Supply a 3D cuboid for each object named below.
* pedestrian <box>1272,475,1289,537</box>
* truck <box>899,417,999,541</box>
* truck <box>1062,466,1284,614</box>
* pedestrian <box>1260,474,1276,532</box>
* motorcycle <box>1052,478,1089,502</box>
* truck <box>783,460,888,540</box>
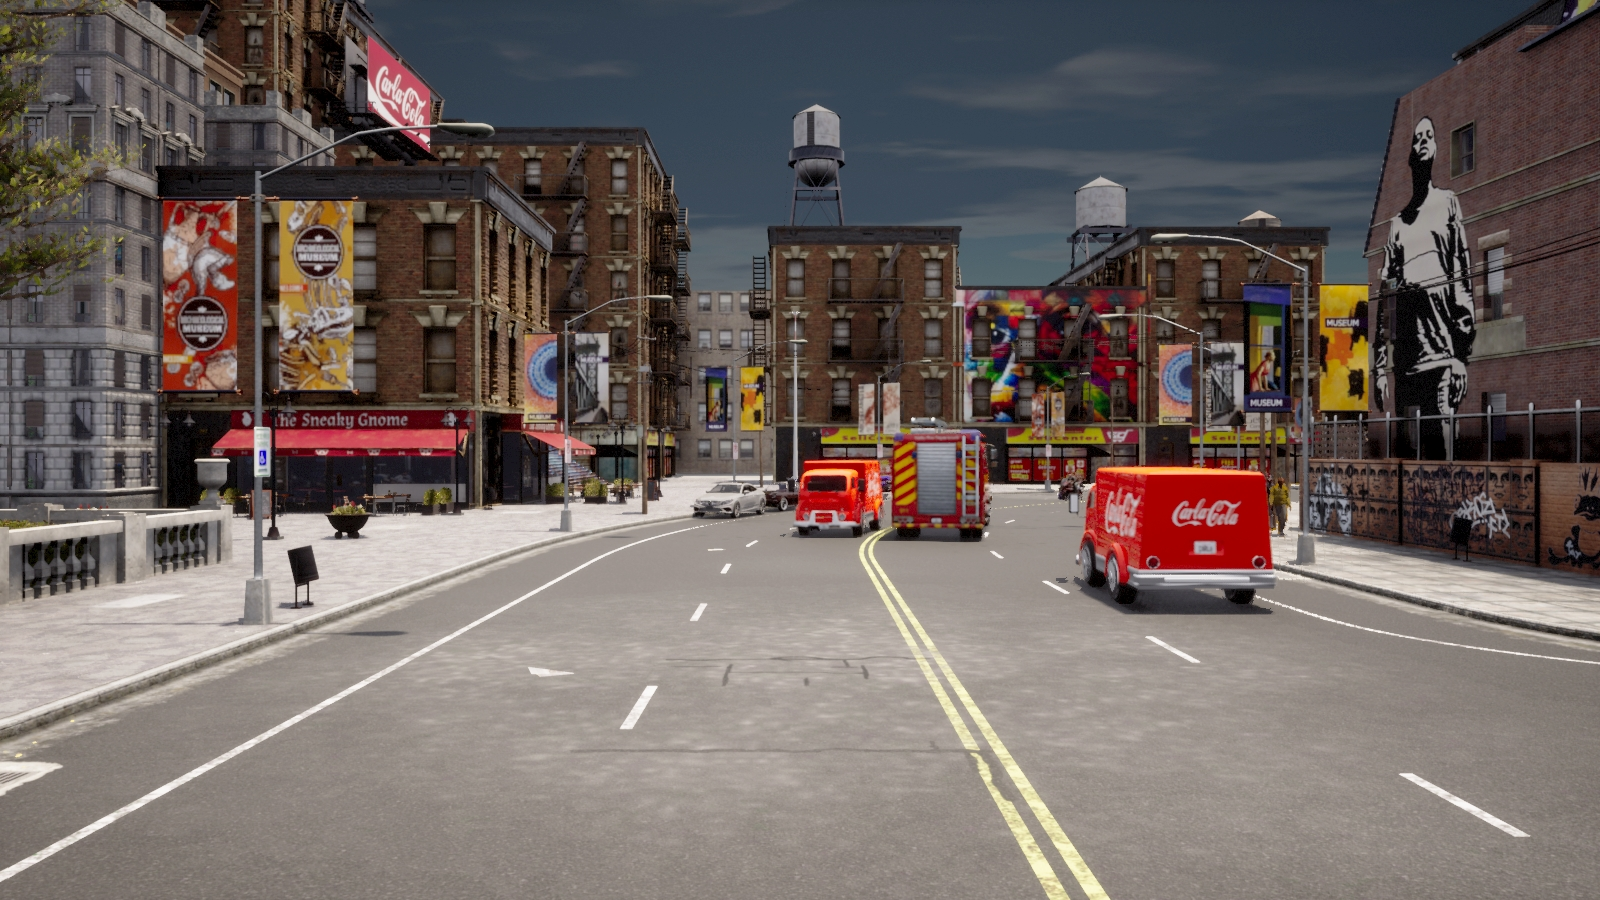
[{"bbox_3d":[14.749,1.710,35.057,0.375,1.860,0.375,0,0,4],"label":"pedestrian"},{"bbox_3d":[5.360,0.906,39.867,2.891,3.827,8.468,0,0,11],"label":"truck"},{"bbox_3d":[6.996,1.576,22.211,2.627,2.467,5.204,0,0,0],"label":"truck"},{"bbox_3d":[15.090,1.711,36.852,0.375,1.860,0.375,0,0,0],"label":"pedestrian"},{"bbox_3d":[15.213,2.230,64.232,2.209,1.251,0.867,0,1,-42],"label":"motorcycle"},{"bbox_3d":[1.307,1.583,38.605,2.627,2.467,5.204,0,0,12],"label":"truck"}]
